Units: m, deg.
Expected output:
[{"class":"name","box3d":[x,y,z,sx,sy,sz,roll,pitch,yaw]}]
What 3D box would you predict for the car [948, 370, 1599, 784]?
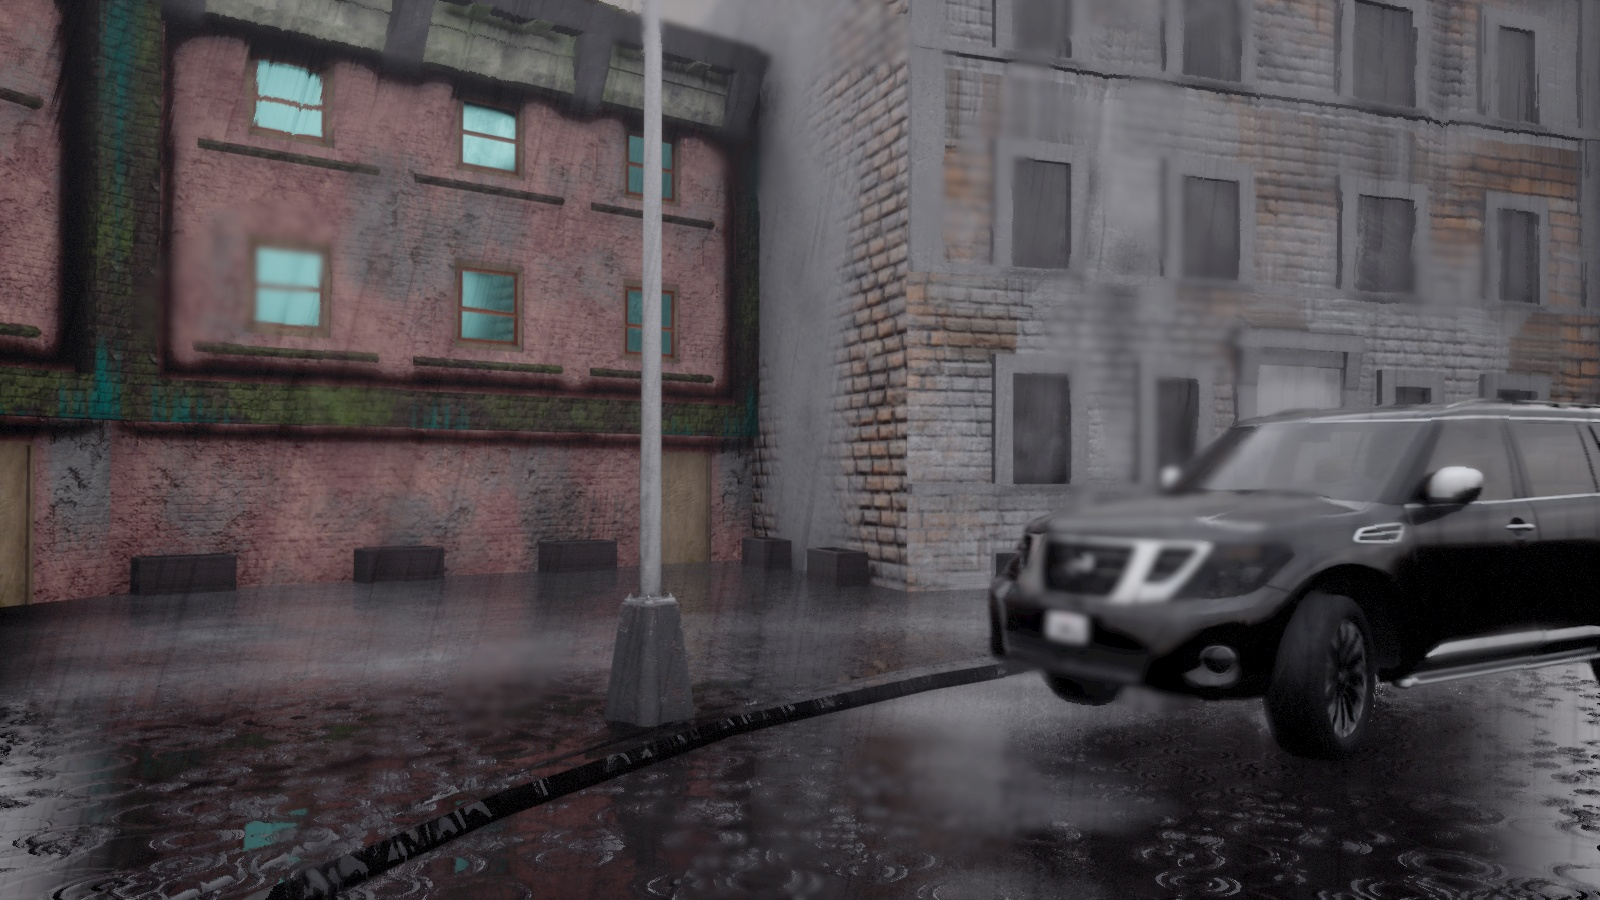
[{"class":"car","box3d":[3.908,0.655,8.520,5.566,2.045,2.150,0,-1,-30]}]
